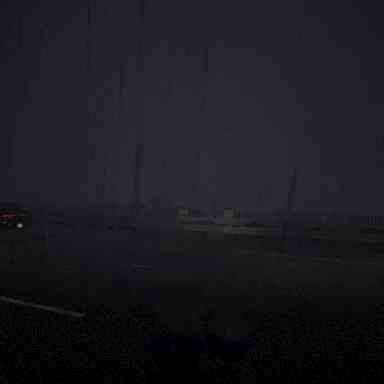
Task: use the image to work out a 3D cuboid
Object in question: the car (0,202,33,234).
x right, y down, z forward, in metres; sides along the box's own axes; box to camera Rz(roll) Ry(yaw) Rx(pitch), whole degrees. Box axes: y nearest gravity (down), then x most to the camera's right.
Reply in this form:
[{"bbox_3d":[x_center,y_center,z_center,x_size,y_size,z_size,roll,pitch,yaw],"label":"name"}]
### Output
[{"bbox_3d":[-9.412,1.154,14.906,4.902,1.511,2.128,1,1,24],"label":"car"}]
